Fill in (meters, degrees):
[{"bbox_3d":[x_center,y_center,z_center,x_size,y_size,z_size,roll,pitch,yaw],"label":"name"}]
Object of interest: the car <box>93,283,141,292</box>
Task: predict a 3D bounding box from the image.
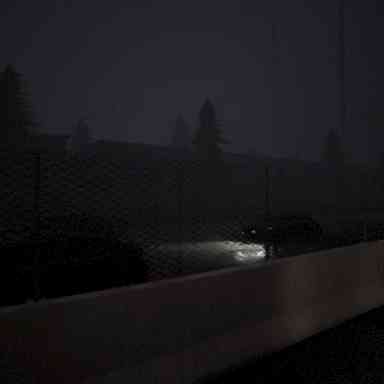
[{"bbox_3d":[-3.180,1.521,6.061,4.892,1.490,1.837,0,0,-36],"label":"car"}]
